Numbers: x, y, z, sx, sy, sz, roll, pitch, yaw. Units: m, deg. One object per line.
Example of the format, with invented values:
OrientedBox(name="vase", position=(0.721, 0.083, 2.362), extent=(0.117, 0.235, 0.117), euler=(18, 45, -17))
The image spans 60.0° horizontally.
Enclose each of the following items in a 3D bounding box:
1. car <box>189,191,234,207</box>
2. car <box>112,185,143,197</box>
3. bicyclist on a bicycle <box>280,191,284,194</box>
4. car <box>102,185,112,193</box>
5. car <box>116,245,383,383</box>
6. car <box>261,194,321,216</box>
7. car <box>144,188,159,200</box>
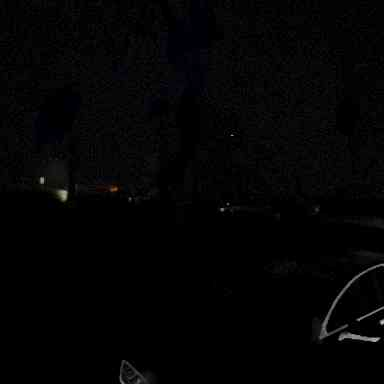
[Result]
OrientedBox(name="car", position=(1.867, 0.657, 33.629), extent=(2.033, 1.411, 5.357), euler=(0, 2, -35))
OrientedBox(name="car", position=(-9.780, -0.121, 50.085), extent=(2.128, 1.511, 4.902), euler=(0, 2, -34))
OrientedBox(name="bicyclist on a bicycle", position=(9.104, 0.747, 33.782), extent=(1.656, 1.620, 0.582), euler=(1, 2, -35))
OrientedBox(name="car", position=(-15.511, -0.591, 63.114), extent=(1.882, 1.535, 5.008), euler=(0, 2, -36))
OrientedBox(name="car", position=(1.510, 1.516, 4.121), extent=(4.892, 1.490, 1.837), euler=(0, 0, -35))
OrientedBox(name="car", position=(7.520, 0.963, 25.686), extent=(2.128, 1.511, 4.902), euler=(0, 2, -35))
OrientedBox(name="car", position=(-3.790, 0.282, 41.581), extent=(1.812, 1.442, 4.674), euler=(0, 2, -35))
